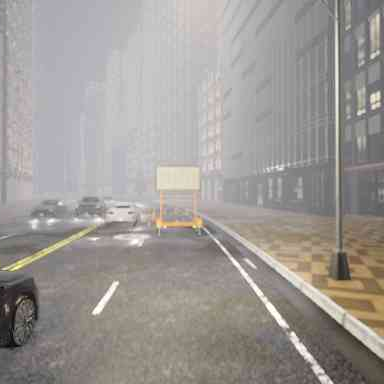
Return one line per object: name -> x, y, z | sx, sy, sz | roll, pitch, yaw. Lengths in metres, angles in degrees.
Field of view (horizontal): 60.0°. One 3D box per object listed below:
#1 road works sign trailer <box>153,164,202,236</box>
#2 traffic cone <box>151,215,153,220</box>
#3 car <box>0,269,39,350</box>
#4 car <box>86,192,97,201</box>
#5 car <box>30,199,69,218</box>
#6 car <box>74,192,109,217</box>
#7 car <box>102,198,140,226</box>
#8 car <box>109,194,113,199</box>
road works sign trailer -> -0.745, 0.332, 17.739 | 2.380, 3.560, 2.880 | 0, 0, -6
traffic cone -> -2.838, 1.770, 24.570 | 0.340, 0.580, 0.340 | 0, 0, -6
car -> -3.269, 1.466, 3.270 | 2.128, 1.511, 4.902 | 0, 0, -1
car -> -20.286, 0.835, 67.001 | 2.097, 1.767, 4.553 | 0, 0, -17
car -> -11.847, 1.319, 28.069 | 2.033, 1.411, 5.357 | 0, 0, -7
car -> -8.673, 1.126, 28.676 | 2.097, 1.767, 4.553 | 0, 0, -8
car -> -4.381, 1.360, 21.570 | 1.812, 1.442, 4.674 | 0, 0, -6
car -> -17.198, 1.089, 68.009 | 1.895, 1.301, 4.718 | 0, 0, -17
